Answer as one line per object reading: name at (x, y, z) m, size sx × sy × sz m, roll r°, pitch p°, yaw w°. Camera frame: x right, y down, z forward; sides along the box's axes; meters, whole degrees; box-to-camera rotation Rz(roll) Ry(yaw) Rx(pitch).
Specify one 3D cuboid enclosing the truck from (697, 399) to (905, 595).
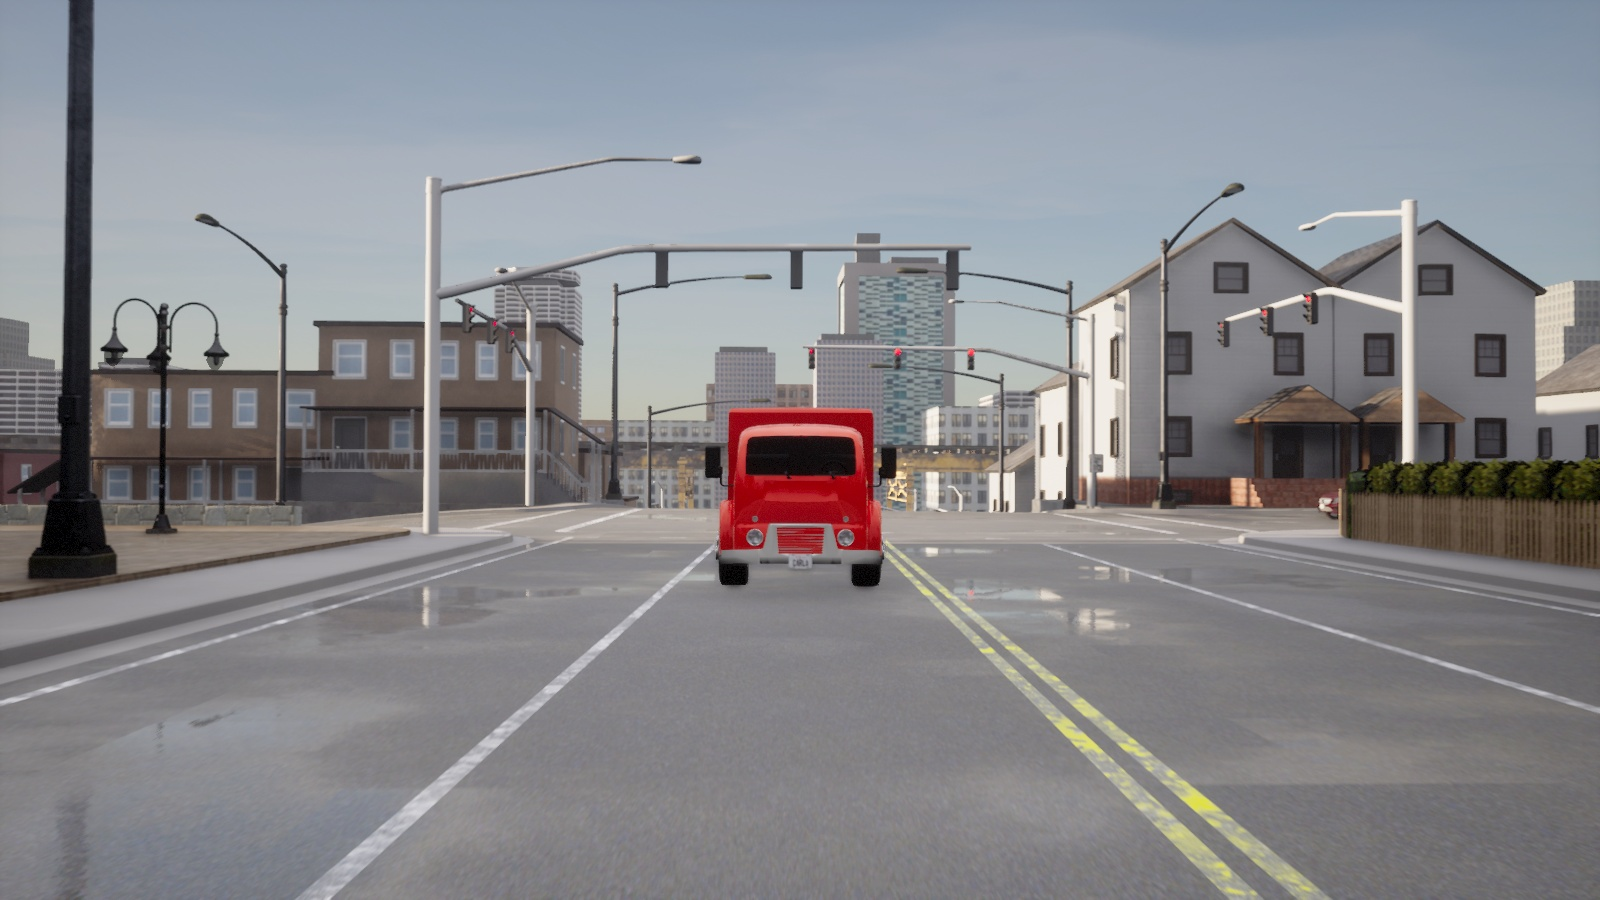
truck at (0.006, 0.636, 18.520) m, size 2.627 × 2.467 × 5.204 m, roll 0°, pitch -1°, yaw 0°

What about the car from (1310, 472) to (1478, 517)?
car at (19.520, 1.450, 41.396) m, size 4.674 × 1.442 × 1.812 m, roll 0°, pitch -1°, yaw -1°
